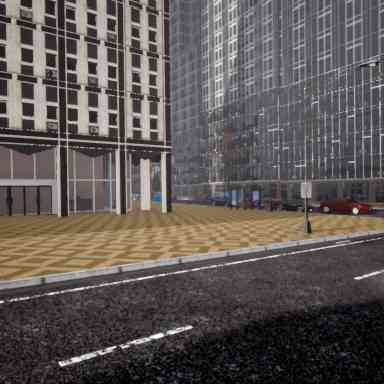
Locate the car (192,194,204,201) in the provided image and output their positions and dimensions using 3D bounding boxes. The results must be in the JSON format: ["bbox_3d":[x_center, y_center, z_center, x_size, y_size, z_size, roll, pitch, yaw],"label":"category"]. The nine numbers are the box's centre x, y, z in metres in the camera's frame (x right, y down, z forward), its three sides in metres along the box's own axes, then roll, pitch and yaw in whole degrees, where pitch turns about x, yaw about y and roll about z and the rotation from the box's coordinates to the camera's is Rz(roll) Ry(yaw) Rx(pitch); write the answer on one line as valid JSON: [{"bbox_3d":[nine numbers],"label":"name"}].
[{"bbox_3d":[1.698,1.043,63.414,1.802,1.307,4.206,0,1,-34],"label":"car"}]

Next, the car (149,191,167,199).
[{"bbox_3d":[-7.930,0.615,77.483,2.192,1.841,5.009,0,1,-34],"label":"car"}]

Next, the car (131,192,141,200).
[{"bbox_3d":[-11.637,1.039,68.065,2.008,1.369,4.403,0,1,-34],"label":"car"}]

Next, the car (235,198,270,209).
[{"bbox_3d":[7.526,1.388,39.860,1.802,1.307,4.206,0,1,-34],"label":"car"}]

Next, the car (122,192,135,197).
[{"bbox_3d":[-17.558,0.688,91.558,2.008,1.369,4.403,0,1,-34],"label":"car"}]

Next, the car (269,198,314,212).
[{"bbox_3d":[10.721,1.424,35.157,1.947,1.339,4.313,0,1,-34],"label":"car"}]

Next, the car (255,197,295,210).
[{"bbox_3d":[10.082,1.369,40.900,1.895,1.301,4.718,-1,1,-34],"label":"car"}]

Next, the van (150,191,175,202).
[{"bbox_3d":[-5.218,0.937,58.681,1.690,1.788,3.998,0,1,-34],"label":"van"}]

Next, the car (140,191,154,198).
[{"bbox_3d":[-11.140,0.686,82.175,1.967,1.590,4.097,0,1,-34],"label":"car"}]

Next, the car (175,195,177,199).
[{"bbox_3d":[-4.721,0.936,72.796,1.802,1.307,4.206,0,1,-34],"label":"car"}]

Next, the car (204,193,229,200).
[{"bbox_3d":[4.205,1.237,49.504,1.994,1.385,4.181,-1,1,-34],"label":"car"}]

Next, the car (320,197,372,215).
[{"bbox_3d":[15.299,1.330,33.255,1.882,1.535,5.008,-1,1,-34],"label":"car"}]

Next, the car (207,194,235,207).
[{"bbox_3d":[4.365,1.319,44.583,1.947,1.339,4.313,0,1,-34],"label":"car"}]
